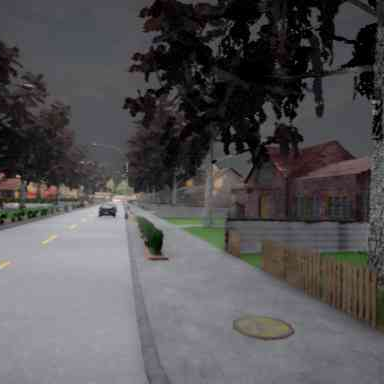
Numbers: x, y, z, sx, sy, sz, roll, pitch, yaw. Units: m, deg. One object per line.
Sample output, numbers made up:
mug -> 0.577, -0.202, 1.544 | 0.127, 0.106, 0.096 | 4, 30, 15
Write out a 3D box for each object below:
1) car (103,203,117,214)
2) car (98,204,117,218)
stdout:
car -> -12.406, 2.514, 50.455 | 1.812, 1.442, 4.674 | 2, -2, -12
car -> -10.141, 2.255, 39.961 | 1.882, 1.535, 5.008 | 2, -1, -11
